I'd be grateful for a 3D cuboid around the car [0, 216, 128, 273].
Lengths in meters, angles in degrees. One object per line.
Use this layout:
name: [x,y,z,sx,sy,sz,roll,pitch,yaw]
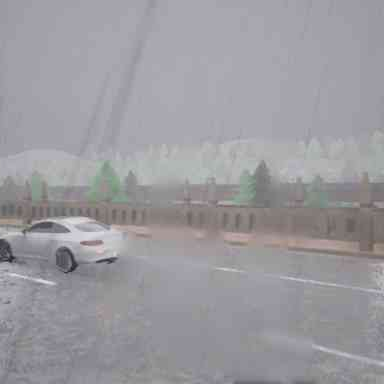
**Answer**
car: [-4.099,1.489,10.432,4.674,1.442,1.812,0,0,31]
